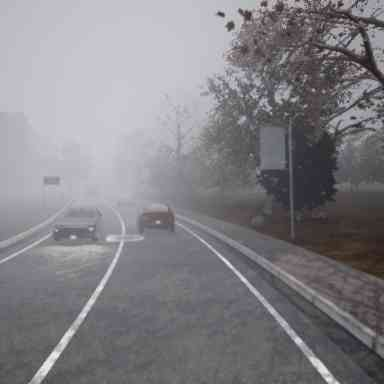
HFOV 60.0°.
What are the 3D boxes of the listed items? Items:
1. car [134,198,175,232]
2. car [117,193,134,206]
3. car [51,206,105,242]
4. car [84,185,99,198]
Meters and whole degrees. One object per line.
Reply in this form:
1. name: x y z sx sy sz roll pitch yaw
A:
1. car: -2.173 1.320 19.105 1.882 1.535 5.008 1 1 -11
2. car: -7.863 0.827 39.456 1.812 1.442 4.674 1 1 -17
3. car: -5.267 1.398 16.057 2.033 1.411 5.357 0 1 -11
4. car: -17.157 -0.093 56.887 2.150 2.045 5.566 1 1 -17
